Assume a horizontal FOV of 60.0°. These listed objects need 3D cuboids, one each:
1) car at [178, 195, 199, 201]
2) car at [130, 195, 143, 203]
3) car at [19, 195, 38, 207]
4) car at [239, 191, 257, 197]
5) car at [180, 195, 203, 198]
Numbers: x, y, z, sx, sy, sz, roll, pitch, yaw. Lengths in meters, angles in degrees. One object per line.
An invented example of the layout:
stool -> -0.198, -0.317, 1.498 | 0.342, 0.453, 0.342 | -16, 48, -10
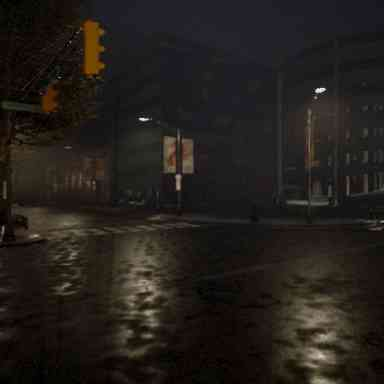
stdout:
car -> -0.751, 1.274, 70.109 | 1.895, 1.301, 4.718 | 0, 0, -36
car -> -10.401, 1.278, 63.658 | 2.161, 1.482, 4.786 | 0, 0, -36
car -> -25.550, 1.307, 51.807 | 2.097, 1.767, 4.553 | 0, 0, -36
car -> 13.761, 0.753, 81.608 | 2.435, 2.045, 5.566 | 0, 0, -36
car -> 0.076, 1.166, 56.176 | 2.002, 1.452, 4.674 | 0, 0, -36
